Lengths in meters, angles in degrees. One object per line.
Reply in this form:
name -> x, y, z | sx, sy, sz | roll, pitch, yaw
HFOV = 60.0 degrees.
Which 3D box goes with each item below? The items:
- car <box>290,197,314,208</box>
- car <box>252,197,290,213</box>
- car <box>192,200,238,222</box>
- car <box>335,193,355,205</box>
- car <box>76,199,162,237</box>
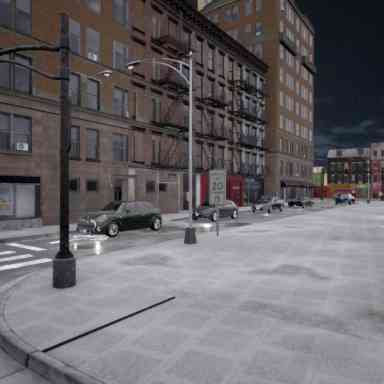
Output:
car -> 13.432, 1.267, 40.946 | 1.895, 1.301, 4.718 | 0, 1, 36
car -> 7.561, 1.222, 32.846 | 2.128, 1.511, 4.902 | 0, 1, 36
car -> 1.740, 1.304, 24.759 | 1.837, 1.490, 4.892 | 0, 1, 36
car -> 22.878, 0.953, 49.538 | 2.097, 1.767, 4.553 | 0, 1, 36
car -> -3.666, 1.218, 17.286 | 2.097, 1.767, 4.553 | 0, 1, 37
